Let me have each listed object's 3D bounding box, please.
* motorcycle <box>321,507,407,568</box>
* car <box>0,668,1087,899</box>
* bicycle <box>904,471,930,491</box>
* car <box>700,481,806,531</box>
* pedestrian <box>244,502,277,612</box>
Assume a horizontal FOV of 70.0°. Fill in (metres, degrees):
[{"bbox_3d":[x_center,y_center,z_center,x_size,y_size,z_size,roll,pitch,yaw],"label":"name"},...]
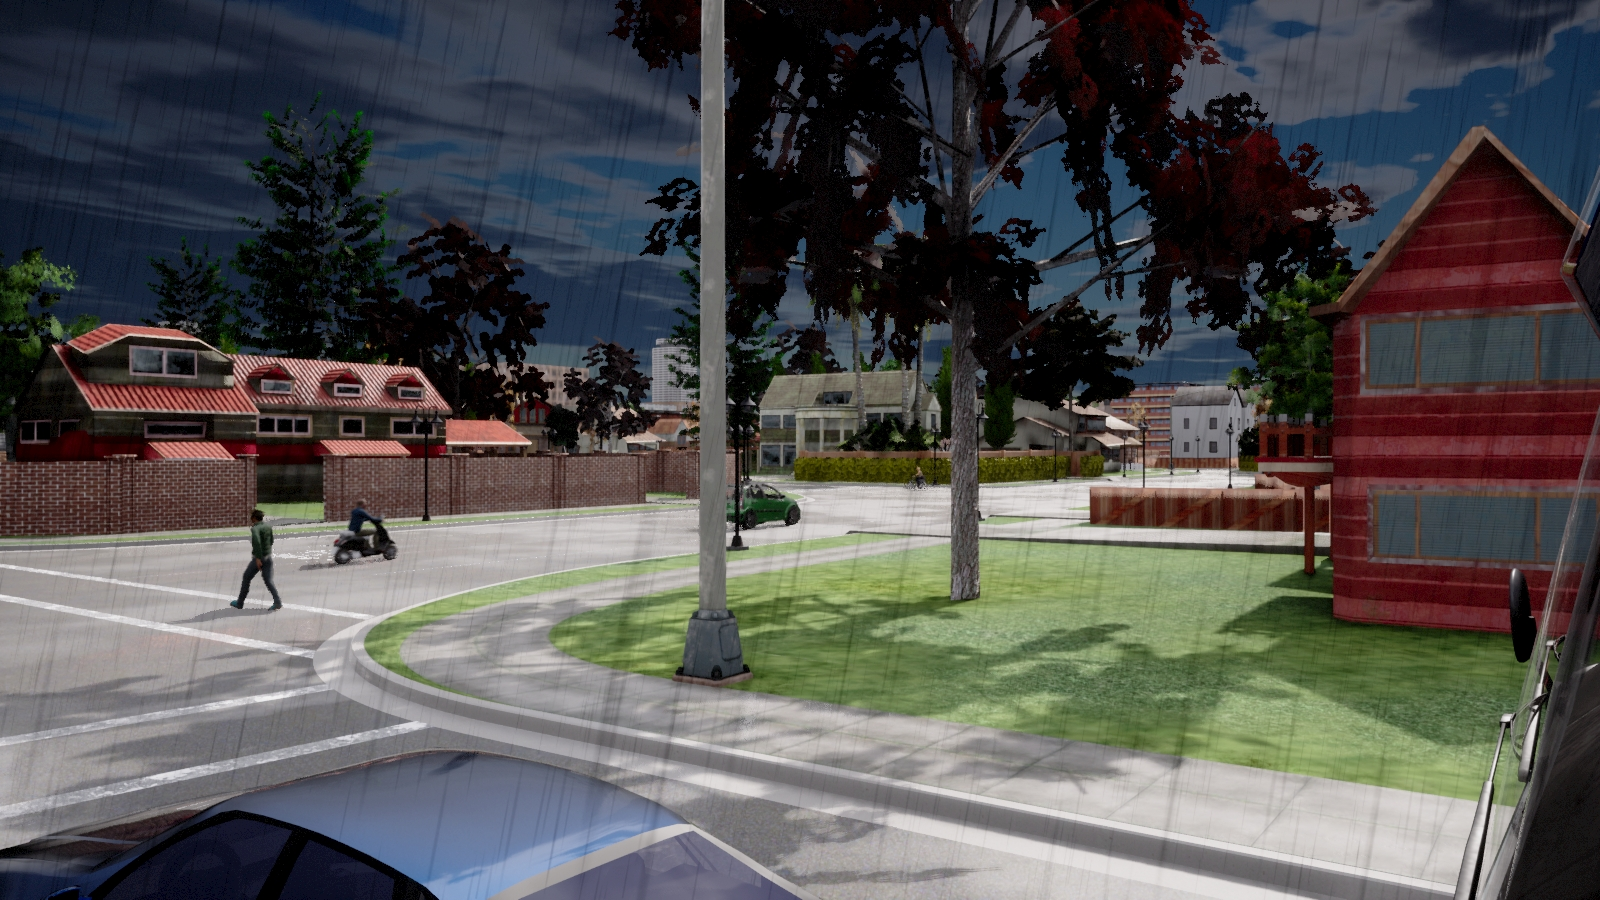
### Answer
[{"bbox_3d":[-10.726,2.133,28.161,0.856,1.341,1.805,0,0,36],"label":"motorcycle"},{"bbox_3d":[-1.713,2.106,4.943,5.357,1.411,2.033,0,0,36],"label":"car"},{"bbox_3d":[7.734,2.054,75.514,1.487,1.301,0.859,0,-2,20],"label":"bicycle"},{"bbox_3d":[-1.645,1.999,41.543,1.851,1.617,3.988,0,0,34],"label":"car"},{"bbox_3d":[-9.357,1.848,19.818,0.375,1.860,0.375,0,0,18],"label":"pedestrian"}]
